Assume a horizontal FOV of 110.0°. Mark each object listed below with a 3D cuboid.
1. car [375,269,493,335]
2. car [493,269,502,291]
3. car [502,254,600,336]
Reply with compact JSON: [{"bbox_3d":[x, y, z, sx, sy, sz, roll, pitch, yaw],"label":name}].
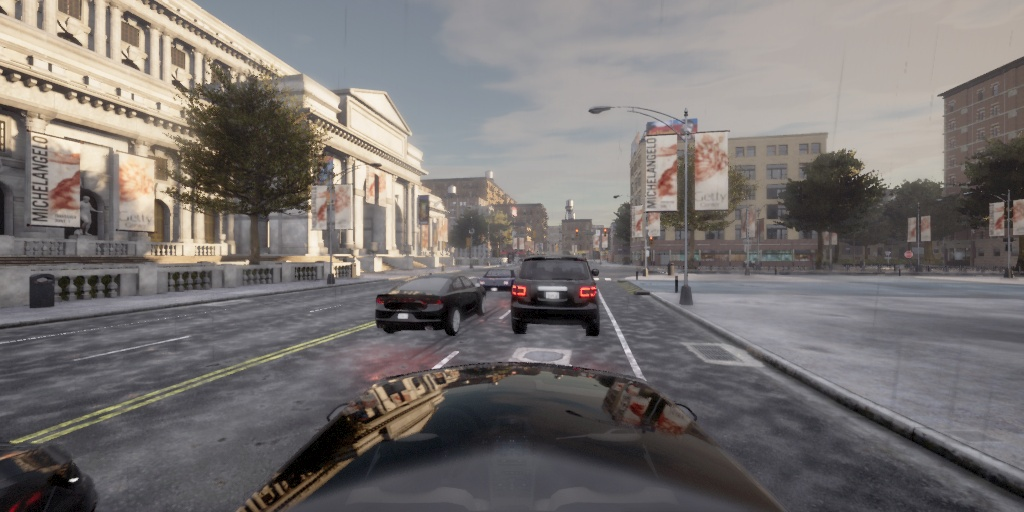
[{"bbox_3d":[-2.105,1.228,10.659,1.882,1.535,5.008,0,0,9],"label":"car"},{"bbox_3d":[-0.443,1.351,19.780,1.895,1.301,4.718,0,0,11],"label":"car"},{"bbox_3d":[1.382,0.971,10.644,2.150,2.045,5.566,0,0,10],"label":"car"}]
